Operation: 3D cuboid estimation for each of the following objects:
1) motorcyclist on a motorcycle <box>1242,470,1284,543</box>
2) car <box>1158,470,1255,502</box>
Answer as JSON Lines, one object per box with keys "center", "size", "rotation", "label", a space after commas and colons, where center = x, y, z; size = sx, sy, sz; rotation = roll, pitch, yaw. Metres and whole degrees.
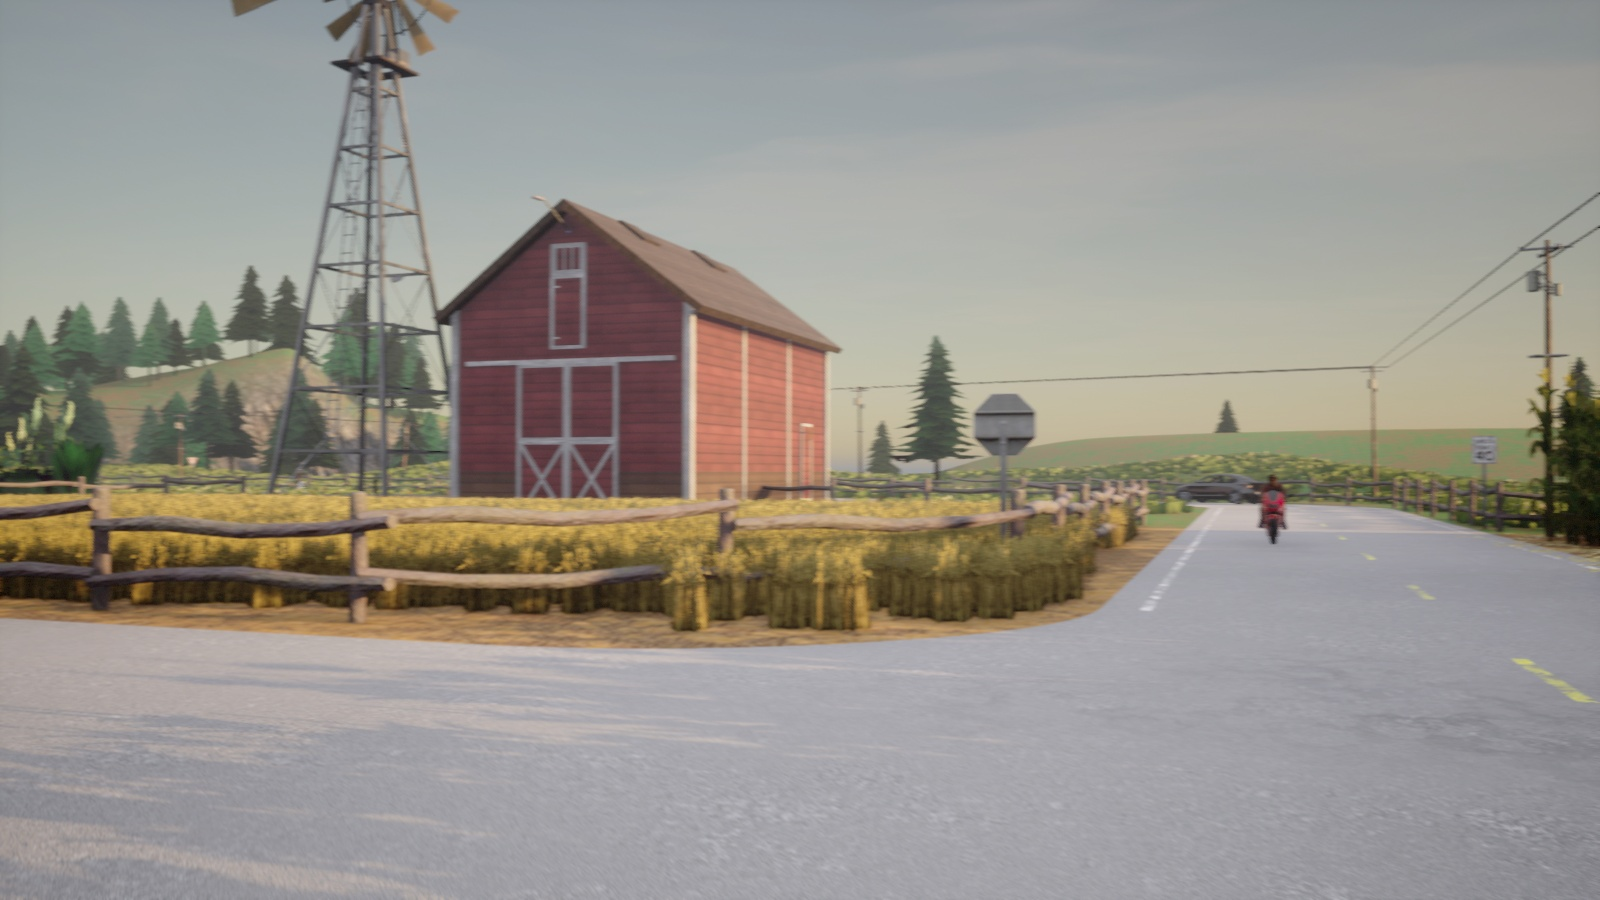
{"center": [10.089, 1.200, 27.410], "size": [0.797, 1.523, 2.044], "rotation": [-1, -1, 19], "label": "motorcyclist on a motorcycle"}
{"center": [19.907, 1.752, 61.626], "size": [1.816, 1.474, 4.193], "rotation": [1, -2, -43], "label": "car"}
